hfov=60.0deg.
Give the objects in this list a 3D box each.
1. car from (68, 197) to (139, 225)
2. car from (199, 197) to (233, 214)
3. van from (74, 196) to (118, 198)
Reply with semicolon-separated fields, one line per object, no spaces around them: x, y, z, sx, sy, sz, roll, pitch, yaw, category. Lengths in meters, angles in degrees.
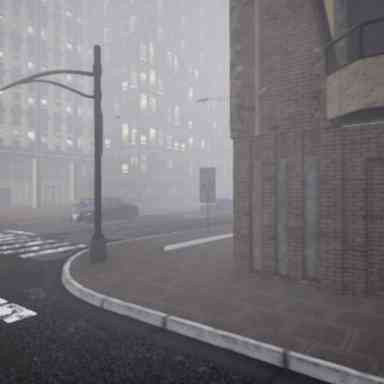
-5.541;1.311;21.628;2.128;1.511;4.902;0;0;34;car
2.593;1.326;32.947;1.882;1.535;5.008;0;1;36;car
-6.914;1.176;24.143;1.690;1.788;3.998;0;0;36;van
